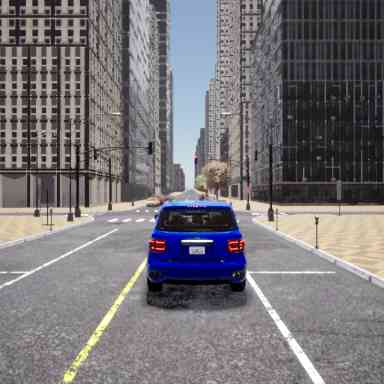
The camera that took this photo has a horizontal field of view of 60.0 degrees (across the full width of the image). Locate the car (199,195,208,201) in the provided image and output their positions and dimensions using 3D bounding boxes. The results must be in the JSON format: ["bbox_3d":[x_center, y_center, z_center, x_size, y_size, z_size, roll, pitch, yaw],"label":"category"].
[{"bbox_3d":[2.697,1.419,78.809,1.752,1.417,4.829,0,0,0],"label":"car"}]

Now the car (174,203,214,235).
[{"bbox_3d":[0.096,1.486,19.822,2.128,1.511,4.902,0,0,0],"label":"car"}]

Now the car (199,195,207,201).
[{"bbox_3d":[2.697,1.422,84.313,1.887,1.381,4.507,0,0,0],"label":"car"}]

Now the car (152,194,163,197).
[{"bbox_3d":[-5.815,1.485,50.094,1.752,1.417,4.829,0,0,0],"label":"car"}]

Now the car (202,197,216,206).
[{"bbox_3d":[2.795,1.500,55.941,2.008,1.369,4.403,0,0,0],"label":"car"}]

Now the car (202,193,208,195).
[{"bbox_3d":[2.825,1.400,50.263,1.967,1.590,4.097,0,0,0],"label":"car"}]

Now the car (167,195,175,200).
[{"bbox_3d":[-5.683,1.411,89.995,2.008,1.369,4.403,0,0,0],"label":"car"}]

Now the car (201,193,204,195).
[{"bbox_3d":[2.698,1.224,72.964,2.192,1.841,5.009,0,0,0],"label":"car"}]

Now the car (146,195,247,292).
[{"bbox_3d":[0.099,1.221,9.093,2.150,2.045,5.566,0,0,0],"label":"car"}]

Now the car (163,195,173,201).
[{"bbox_3d":[-5.684,1.438,78.644,1.887,1.381,4.507,0,0,0],"label":"car"}]

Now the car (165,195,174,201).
[{"bbox_3d":[-5.684,1.428,84.319,2.008,1.369,4.403,0,0,0],"label":"car"}]
